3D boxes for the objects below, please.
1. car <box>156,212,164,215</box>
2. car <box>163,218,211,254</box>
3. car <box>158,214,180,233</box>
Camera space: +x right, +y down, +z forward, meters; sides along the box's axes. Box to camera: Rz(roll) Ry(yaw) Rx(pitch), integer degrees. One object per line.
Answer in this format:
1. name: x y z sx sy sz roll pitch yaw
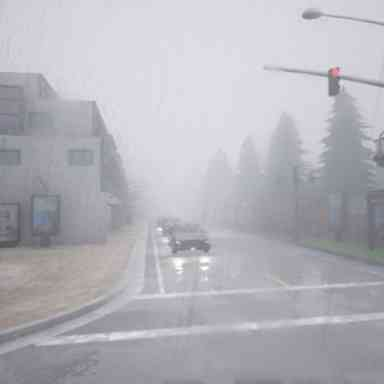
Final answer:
1. car: -2.942 3.363 38.986 1.994 1.385 4.181 -1 -3 -7
2. car: -0.284 2.368 18.032 2.033 1.411 5.357 -1 -3 -7
3. car: -1.604 2.851 28.378 2.033 1.411 5.357 -1 -3 -7
